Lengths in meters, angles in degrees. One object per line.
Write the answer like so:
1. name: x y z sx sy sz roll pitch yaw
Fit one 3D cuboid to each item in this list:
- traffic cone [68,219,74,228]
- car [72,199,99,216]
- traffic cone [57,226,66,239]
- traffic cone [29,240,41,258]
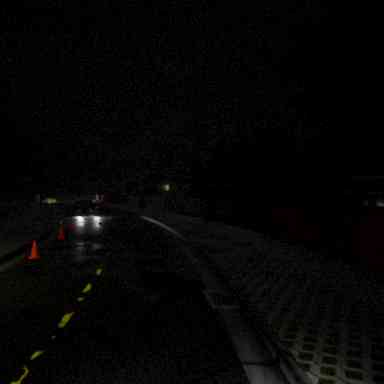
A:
1. traffic cone: -7.632 1.972 20.977 0.340 0.580 0.340 0 0 -17
2. car: -10.711 1.523 33.303 1.837 1.490 4.892 0 0 -29
3. traffic cone: -6.396 1.971 16.292 0.340 0.580 0.340 0 0 -13
4. traffic cone: -5.451 1.970 11.538 0.340 0.580 0.340 0 0 -9
